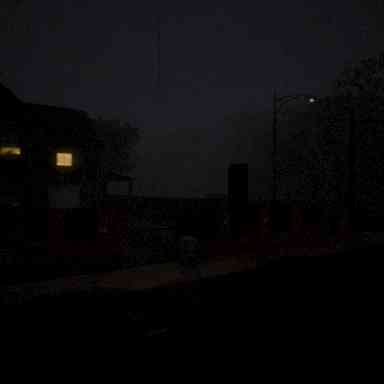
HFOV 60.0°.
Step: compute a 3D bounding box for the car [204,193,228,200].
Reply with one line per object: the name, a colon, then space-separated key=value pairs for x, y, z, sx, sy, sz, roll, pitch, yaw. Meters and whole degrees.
car: x=3.412 y=1.130 z=35.253 sx=2.150 sy=2.045 sz=5.566 roll=0 pitch=0 yaw=-36
